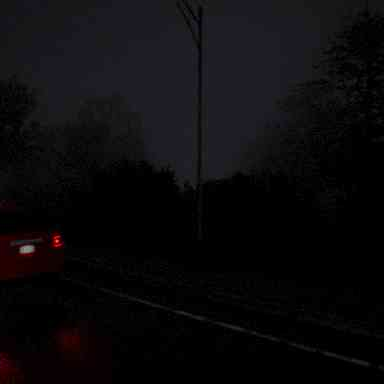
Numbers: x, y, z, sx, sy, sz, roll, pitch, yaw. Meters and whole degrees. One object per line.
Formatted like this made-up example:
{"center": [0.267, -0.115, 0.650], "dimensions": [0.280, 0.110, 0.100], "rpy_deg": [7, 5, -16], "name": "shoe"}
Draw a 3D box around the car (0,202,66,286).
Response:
{"center": [-5.428, 1.271, 8.565], "dimensions": [5.566, 2.045, 2.150], "rpy_deg": [0, 0, 40], "name": "car"}
